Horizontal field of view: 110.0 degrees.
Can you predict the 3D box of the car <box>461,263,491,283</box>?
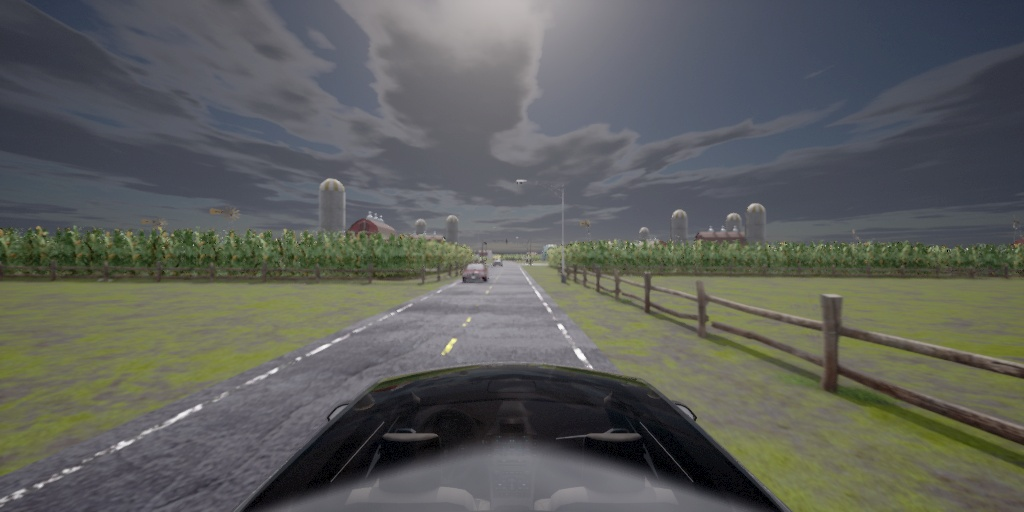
[{"bbox_3d":[-2.835,1.290,28.533,1.812,1.442,4.674,0,0,0],"label":"car"}]
